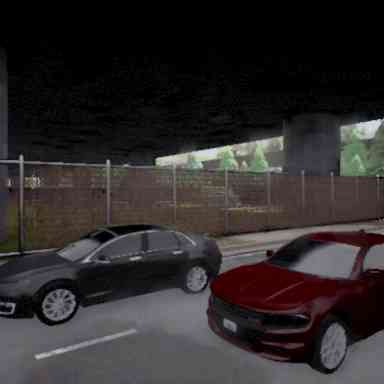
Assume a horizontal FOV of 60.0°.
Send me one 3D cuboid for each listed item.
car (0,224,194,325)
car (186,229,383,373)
[{"bbox_3d":[-1.548,1.495,7.176,4.892,1.490,1.837,0,0,-35],"label":"car"},{"bbox_3d":[2.530,1.458,5.779,5.008,1.535,1.882,0,0,-35],"label":"car"}]
